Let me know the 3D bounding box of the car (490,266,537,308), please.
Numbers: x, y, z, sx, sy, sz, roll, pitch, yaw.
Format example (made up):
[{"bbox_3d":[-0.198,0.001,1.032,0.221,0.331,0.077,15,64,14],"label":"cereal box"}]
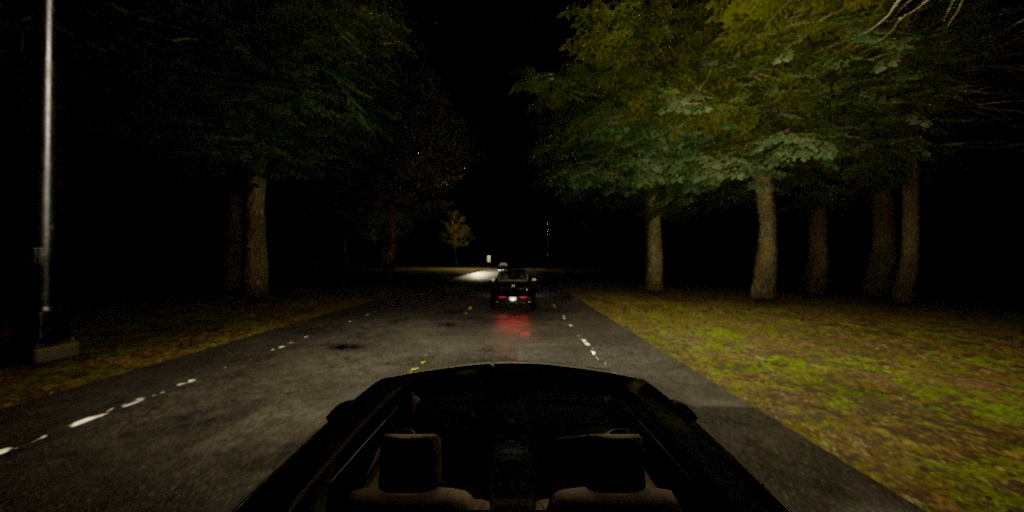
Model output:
[{"bbox_3d":[0.065,1.399,16.124,1.837,1.490,4.892,0,0,1],"label":"car"}]

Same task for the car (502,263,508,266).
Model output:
[{"bbox_3d":[0.309,1.571,31.193,1.812,1.442,4.674,0,0,2],"label":"car"}]
